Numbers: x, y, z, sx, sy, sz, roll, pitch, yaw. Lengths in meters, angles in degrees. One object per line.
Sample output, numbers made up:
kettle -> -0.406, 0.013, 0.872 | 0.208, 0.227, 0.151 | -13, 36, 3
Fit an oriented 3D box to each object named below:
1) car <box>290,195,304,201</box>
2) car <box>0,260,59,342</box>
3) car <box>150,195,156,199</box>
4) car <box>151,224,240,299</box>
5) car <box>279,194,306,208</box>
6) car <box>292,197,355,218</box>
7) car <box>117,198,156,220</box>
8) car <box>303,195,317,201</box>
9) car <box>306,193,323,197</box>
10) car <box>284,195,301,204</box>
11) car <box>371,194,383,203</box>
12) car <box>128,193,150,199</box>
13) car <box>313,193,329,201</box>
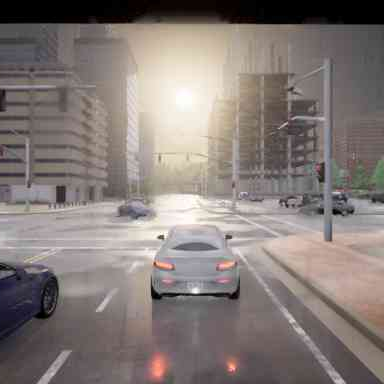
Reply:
car -> 24.289, 1.395, 76.914 | 1.970, 1.475, 3.806 | 0, 0, 0
car -> -3.441, 1.526, 4.429 | 1.812, 1.442, 4.674 | 0, 0, 0
car -> -8.187, 1.351, 63.830 | 2.097, 1.767, 4.553 | 0, 0, 0
car -> 0.072, 1.526, 8.303 | 1.812, 1.442, 4.674 | 0, 0, 0
car -> 13.071, 1.153, 44.347 | 1.932, 1.855, 4.605 | 0, 0, 0
car -> 12.102, 1.491, 30.112 | 4.902, 1.511, 2.128 | 0, 0, 0
car -> -4.849, 1.526, 28.311 | 1.812, 1.442, 4.674 | -1, 0, -36
car -> 27.184, 1.364, 76.926 | 1.784, 1.438, 3.905 | 0, 0, 0
car -> 15.966, 1.156, 44.306 | 1.905, 1.878, 3.866 | 0, 0, 0
car -> 18.591, 1.395, 61.785 | 1.970, 1.475, 3.806 | 0, 0, 0
car -> 35.487, 1.153, 61.954 | 1.932, 1.855, 4.605 | 0, 0, 0
car -> -8.116, 1.223, 49.591 | 2.150, 2.045, 5.566 | 0, 0, 0
car -> 29.867, 1.153, 76.989 | 1.932, 1.855, 4.605 | 0, 0, 0
